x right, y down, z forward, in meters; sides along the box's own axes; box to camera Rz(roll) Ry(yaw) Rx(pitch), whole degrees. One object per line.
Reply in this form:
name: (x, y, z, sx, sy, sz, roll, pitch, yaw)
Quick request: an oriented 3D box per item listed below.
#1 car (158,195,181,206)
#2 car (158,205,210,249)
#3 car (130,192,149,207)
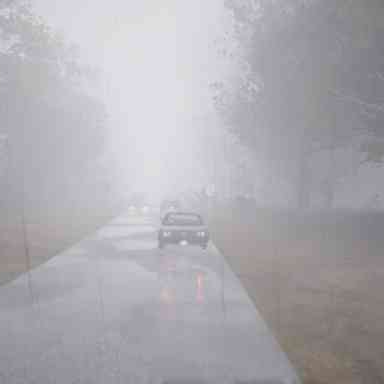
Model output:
car: (-2.124, 1.097, 31.583, 1.837, 1.490, 4.892, 2, 1, -7)
car: (-0.426, 1.489, 14.088, 1.895, 1.301, 4.718, 1, 1, -4)
car: (-6.198, 0.763, 39.095, 2.097, 1.767, 4.553, 1, 0, -9)
